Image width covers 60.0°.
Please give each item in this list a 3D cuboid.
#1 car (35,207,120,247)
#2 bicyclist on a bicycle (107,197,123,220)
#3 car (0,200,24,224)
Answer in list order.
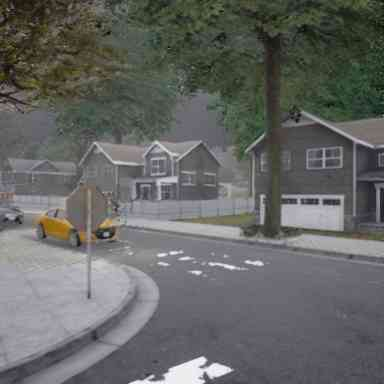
[{"bbox_3d":[-5.211,1.398,14.866,5.008,1.535,1.882,0,0,43],"label":"car"},{"bbox_3d":[-5.480,1.207,23.110,0.582,1.620,1.656,1,0,43],"label":"bicyclist on a bicycle"},{"bbox_3d":[-12.667,1.312,21.785,4.902,1.511,2.128,1,0,43],"label":"car"}]
